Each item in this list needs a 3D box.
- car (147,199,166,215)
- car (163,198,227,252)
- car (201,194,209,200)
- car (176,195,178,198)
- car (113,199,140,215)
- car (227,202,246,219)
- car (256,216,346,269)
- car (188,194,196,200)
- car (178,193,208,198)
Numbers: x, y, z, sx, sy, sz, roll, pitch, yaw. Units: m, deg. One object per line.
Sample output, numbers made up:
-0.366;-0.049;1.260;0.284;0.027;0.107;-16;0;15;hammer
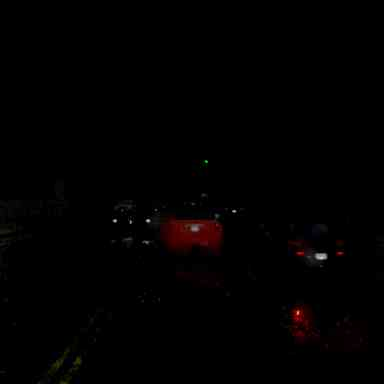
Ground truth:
-3.257;1.432;32.590;1.837;1.490;4.892;0;0;0;car
0.106;1.320;13.926;2.097;1.767;4.553;0;0;0;car
3.286;1.292;87.556;1.895;1.301;4.718;0;0;0;car
-3.215;1.339;86.894;1.895;1.301;4.718;0;0;0;car
-6.499;1.449;33.340;1.812;1.442;4.674;0;0;0;car
3.361;1.498;28.371;1.994;1.385;4.181;0;0;0;car
3.357;1.501;10.944;1.812;1.442;4.674;0;0;0;car
0.036;1.235;87.881;2.128;1.511;4.902;0;0;0;car
0.113;1.150;30.291;2.150;2.045;5.566;0;0;0;car
